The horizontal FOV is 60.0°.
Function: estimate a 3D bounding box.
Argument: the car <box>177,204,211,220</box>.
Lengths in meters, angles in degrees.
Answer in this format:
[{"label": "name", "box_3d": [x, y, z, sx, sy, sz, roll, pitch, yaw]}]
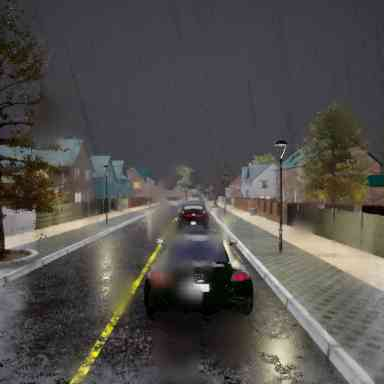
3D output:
[{"label": "car", "box_3d": [0.108, 1.522, 21.214, 1.837, 1.490, 4.892, 0, 0, 1]}]

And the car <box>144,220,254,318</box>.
[{"label": "car", "box_3d": [0.117, 1.563, 7.537, 1.994, 1.385, 4.181, 0, 0, 0]}]
